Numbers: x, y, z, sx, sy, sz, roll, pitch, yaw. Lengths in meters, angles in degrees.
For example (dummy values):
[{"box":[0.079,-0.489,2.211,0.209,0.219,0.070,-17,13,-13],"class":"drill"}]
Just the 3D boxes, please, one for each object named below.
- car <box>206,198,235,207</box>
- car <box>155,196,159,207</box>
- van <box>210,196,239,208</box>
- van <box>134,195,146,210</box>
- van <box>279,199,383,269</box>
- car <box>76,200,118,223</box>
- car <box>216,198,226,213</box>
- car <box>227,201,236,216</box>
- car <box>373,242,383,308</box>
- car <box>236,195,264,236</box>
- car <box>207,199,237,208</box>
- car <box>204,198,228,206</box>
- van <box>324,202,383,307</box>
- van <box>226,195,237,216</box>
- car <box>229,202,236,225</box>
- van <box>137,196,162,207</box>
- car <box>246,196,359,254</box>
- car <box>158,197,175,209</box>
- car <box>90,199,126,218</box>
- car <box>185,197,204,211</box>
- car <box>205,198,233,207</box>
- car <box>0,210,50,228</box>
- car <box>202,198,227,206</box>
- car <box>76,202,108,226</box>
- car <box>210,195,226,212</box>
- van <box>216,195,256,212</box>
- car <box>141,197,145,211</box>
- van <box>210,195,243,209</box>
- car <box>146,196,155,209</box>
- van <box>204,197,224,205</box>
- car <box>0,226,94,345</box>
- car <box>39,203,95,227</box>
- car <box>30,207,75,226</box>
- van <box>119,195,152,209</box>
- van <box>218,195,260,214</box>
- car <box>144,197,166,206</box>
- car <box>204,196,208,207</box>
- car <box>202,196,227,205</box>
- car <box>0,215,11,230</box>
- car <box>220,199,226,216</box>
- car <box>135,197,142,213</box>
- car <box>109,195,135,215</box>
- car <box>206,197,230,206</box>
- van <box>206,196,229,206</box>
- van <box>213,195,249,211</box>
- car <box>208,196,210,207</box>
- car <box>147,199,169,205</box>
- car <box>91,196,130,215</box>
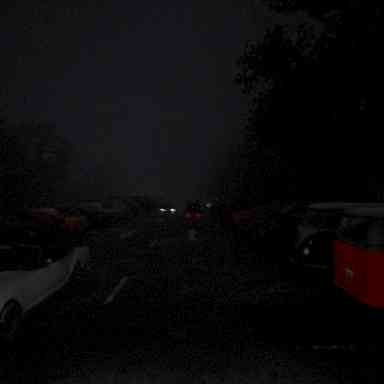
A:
[{"box":[5.042,1.914,58.940,5.008,1.535,2.097,0,-1,0],"class":"car"},{"box":[-8.063,1.841,53.578,4.792,1.488,2.163,0,-1,0],"class":"car"},{"box":[5.164,1.582,53.405,4.442,1.987,1.878,0,-1,0],"class":"van"},{"box":[-8.151,1.378,39.718,4.442,1.987,1.878,0,0,0],"class":"van"},{"box":[4.924,1.280,9.100,4.442,1.987,1.878,0,0,0],"class":"van"},{"box":[-8.043,1.551,23.060,4.892,1.521,2.231,0,0,0],"class":"car"},{"box":[5.038,1.576,31.261,5.008,1.535,2.097,0,0,0],"class":"car"},{"box":[5.046,1.590,23.075,4.674,1.452,2.002,0,0,0],"class":"car"},{"box":[5.046,1.488,3.559,5.008,1.535,2.097,0,0,0],"class":"car"},{"box":[5.014,1.272,14.640,5.566,2.045,2.435,0,0,0],"class":"car"},{"box":[5.041,1.862,56.170,4.892,1.521,2.231,0,-1,0],"class":"car"},{"box":[5.042,2.129,70.020,4.892,1.521,2.231,0,-1,0],"class":"car"},{"box":[5.157,1.271,6.330,4.442,1.987,1.878,0,0,0],"class":"van"},{"box":[5.160,1.333,25.847,4.442,1.987,1.878,0,0,0],"class":"van"},{"box":[5.037,1.541,20.181,5.008,1.535,2.097,0,0,0],"class":"car"},{"box":[-7.915,1.746,61.908,4.442,1.987,1.878,0,-1,0],"class":"van"},{"box":[5.013,1.263,11.870,5.566,2.045,2.435,0,0,0],"class":"car"},{"box":[-3.566,1.790,50.115,1.812,1.442,4.674,0,-1,0],"class":"car"},{"box":[-8.222,1.556,25.837,5.366,1.575,1.946,0,0,0],"class":"car"},{"box":[0.104,1.630,42.494,2.128,1.511,4.902,0,0,0],"class":"car"},{"box":[5.043,1.970,61.835,5.008,1.535,2.097,0,-1,0],"class":"car"},{"box":[-8.067,1.544,11.956,4.792,1.488,2.163,0,0,0],"class":"car"},{"box":[4.864,2.180,72.786,5.366,1.575,1.946,0,-1,0],"class":"car"},{"box":[-8.031,1.542,20.284,4.892,1.521,2.231,0,0,0],"class":"car"},{"box":[5.016,1.334,34.157,5.566,2.045,2.435,0,0,0],"class":"car"},{"box":[5.162,1.377,39.572,4.442,1.987,1.878,0,0,0],"class":"van"},{"box":[-8.032,1.635,36.941,4.674,1.452,2.002,0,0,0],"class":"car"},{"box":[4.929,1.475,47.866,4.442,1.987,1.878,0,-1,0],"class":"van"},{"box":[-8.006,1.361,42.495,5.566,2.045,2.435,0,0,0],"class":"car"},{"box":[5.167,2.089,78.450,4.442,1.987,1.878,0,-1,0],"class":"van"},{"box":[-3.599,1.618,6.518,1.895,1.301,4.718,0,0,0],"class":"car"},{"box":[-8.223,1.529,17.508,5.366,1.575,1.946,0,0,0],"class":"car"},{"box":[-8.067,1.553,14.732,4.792,1.488,2.163,0,0,0],"class":"car"},{"box":[-8.150,1.478,48.030,4.442,1.987,1.878,0,-1,0],"class":"van"},{"box":[5.161,1.369,36.927,4.442,1.987,1.878,0,0,0],"class":"van"},{"box":[-7.999,2.063,73.005,4.553,1.767,2.185,0,-1,0],"class":"car"},{"box":[4.862,1.751,50.630,5.366,1.575,1.946,0,-1,0],"class":"car"},{"box":[5.077,1.991,75.560,5.566,2.045,2.435,0,-1,0],"class":"car"},{"box":[-8.068,1.535,9.180,4.792,1.488,2.163,0,0,0],"class":"car"},{"box":[5.041,1.608,28.490,4.674,1.452,2.002,0,0,0],"class":"car"},{"box":[-8.041,1.586,34.165,5.008,1.535,2.097,0,0,0],"class":"car"},{"box":[-8.067,1.451,31.389,4.553,1.767,2.185,0,0,0],"class":"car"},{"box":[5.017,1.896,64.483,4.553,1.767,2.185,0,-1,0],"class":"car"},{"box":[5.165,1.849,67.254,4.442,1.987,1.878,0,-1,0],"class":"van"},{"box":[4.929,1.386,42.475,4.442,1.987,1.878,0,-1,0],"class":"van"},{"box":[5.051,1.647,45.092,5.008,1.535,2.097,0,-1,0],"class":"car"},{"box":[-8.024,2.319,78.549,4.892,1.521,2.231,0,-1,0],"class":"car"},{"box":[-8.067,1.442,28.613,4.553,1.767,2.185,0,0,0],"class":"car"}]
